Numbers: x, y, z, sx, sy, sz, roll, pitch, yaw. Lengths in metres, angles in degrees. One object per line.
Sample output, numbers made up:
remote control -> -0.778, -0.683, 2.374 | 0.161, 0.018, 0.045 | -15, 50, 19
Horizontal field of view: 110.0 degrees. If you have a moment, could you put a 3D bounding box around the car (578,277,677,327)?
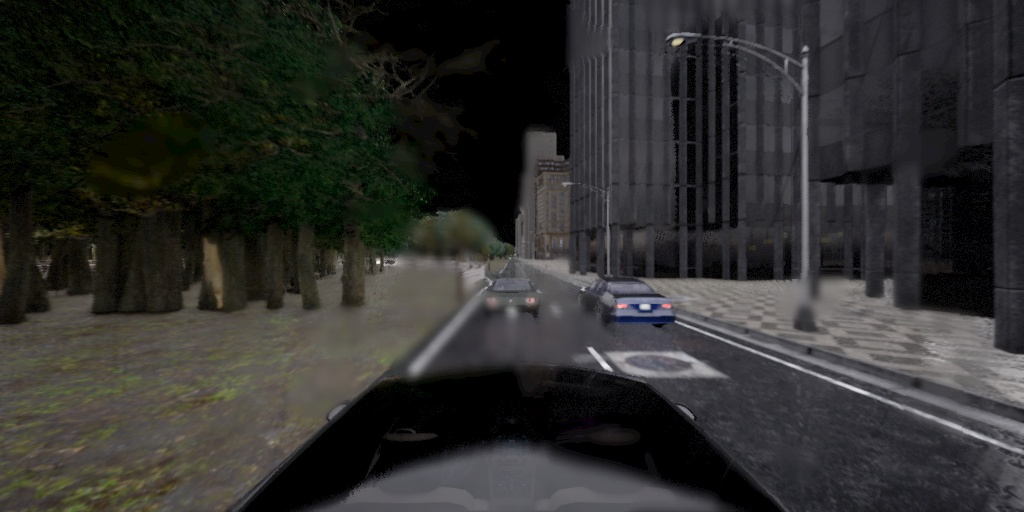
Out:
car -> 3.517, 1.415, 11.965 | 2.033, 1.411, 5.357 | 0, -1, 0

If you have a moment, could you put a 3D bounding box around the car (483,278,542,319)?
car -> 0.033, 1.486, 13.513 | 1.895, 1.301, 4.718 | 0, -1, 1
